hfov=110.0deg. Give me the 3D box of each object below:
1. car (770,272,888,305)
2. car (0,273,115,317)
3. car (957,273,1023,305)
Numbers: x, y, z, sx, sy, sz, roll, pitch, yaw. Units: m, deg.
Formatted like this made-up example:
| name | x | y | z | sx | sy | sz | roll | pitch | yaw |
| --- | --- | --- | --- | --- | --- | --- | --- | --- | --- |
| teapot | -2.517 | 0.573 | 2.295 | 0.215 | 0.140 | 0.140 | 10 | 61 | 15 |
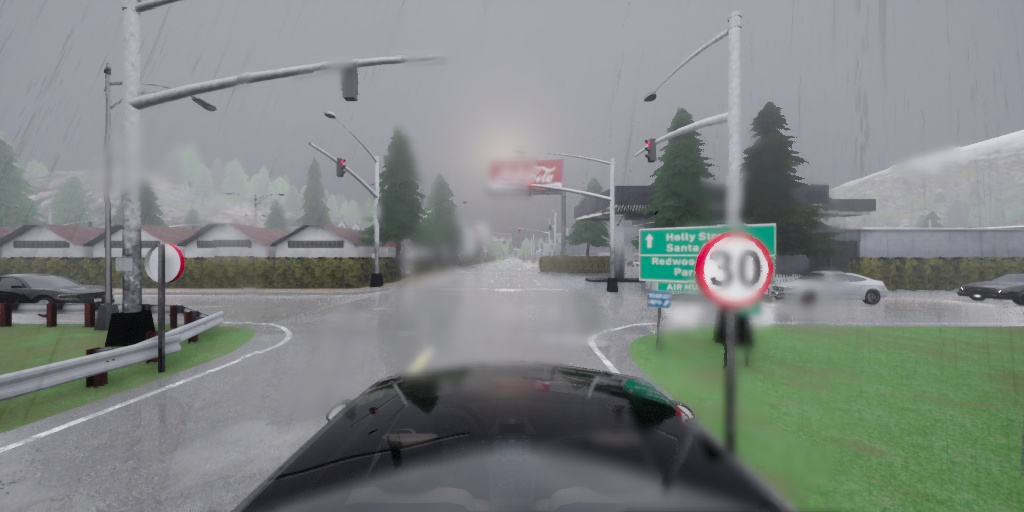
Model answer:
| name | x | y | z | sx | sy | sz | roll | pitch | yaw |
| --- | --- | --- | --- | --- | --- | --- | --- | --- | --- |
| car | 14.858 | 1.467 | 16.924 | 4.674 | 1.442 | 1.812 | 0 | 0 | 0 |
| car | -18.340 | 1.419 | 13.757 | 5.008 | 1.535 | 1.882 | 0 | 0 | 1 |
| car | 24.513 | 1.489 | 16.797 | 5.357 | 1.411 | 2.033 | 0 | 0 | 1 |
